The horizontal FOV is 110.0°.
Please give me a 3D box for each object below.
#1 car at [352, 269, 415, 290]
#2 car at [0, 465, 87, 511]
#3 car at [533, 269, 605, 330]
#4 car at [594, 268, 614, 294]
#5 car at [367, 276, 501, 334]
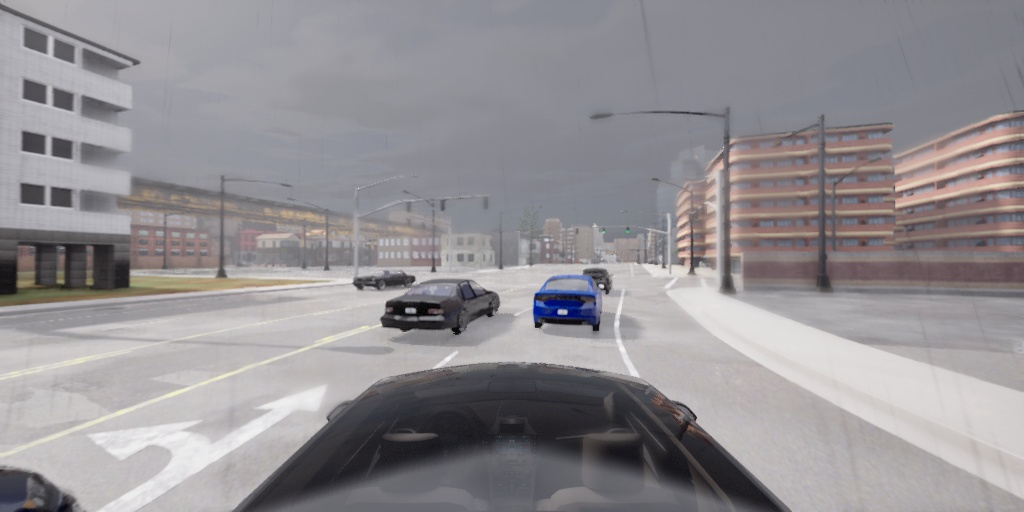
[{"bbox_3d":[-8.799,1.616,24.986,1.895,1.301,4.718,0,-1,18],"label":"car"},{"bbox_3d":[-3.221,1.286,0.134,1.994,1.385,4.181,0,-1,-2],"label":"car"},{"bbox_3d":[1.975,1.352,11.841,1.882,1.535,5.008,0,0,15],"label":"car"},{"bbox_3d":[5.360,1.526,22.859,1.837,1.490,4.892,0,0,18],"label":"car"},{"bbox_3d":[-1.875,1.408,11.164,2.033,1.411,5.357,0,-1,14],"label":"car"}]
